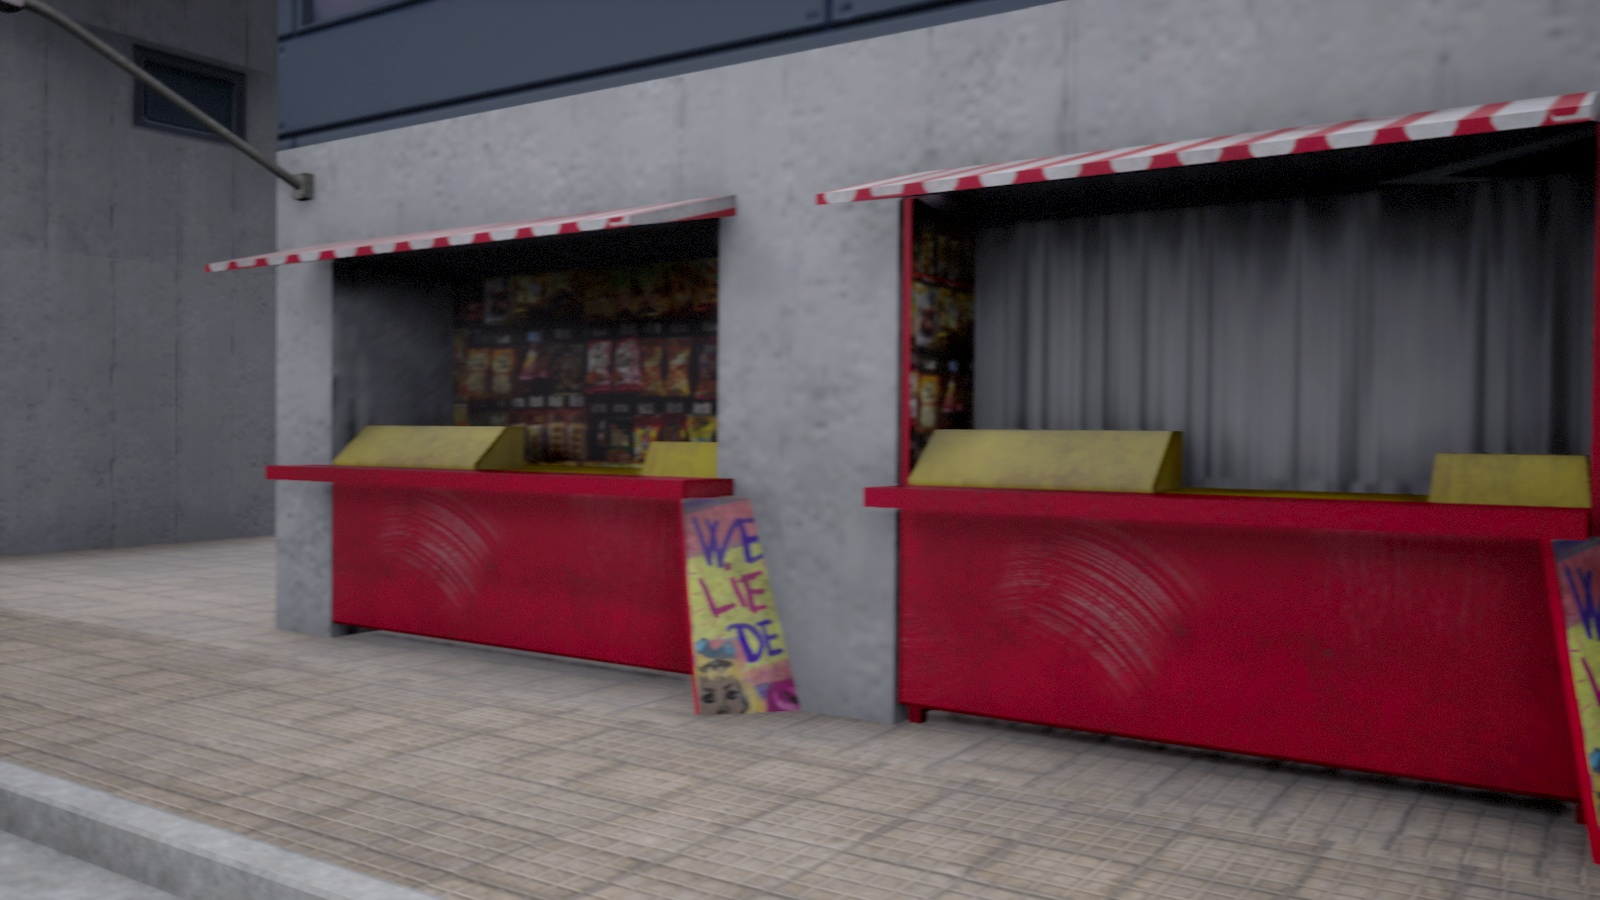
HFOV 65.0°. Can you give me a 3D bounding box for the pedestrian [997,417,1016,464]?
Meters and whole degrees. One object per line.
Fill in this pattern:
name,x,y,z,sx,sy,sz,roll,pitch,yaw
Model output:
pedestrian,8.532,-0.394,51.909,0.692,1.930,0.395,0,1,35
